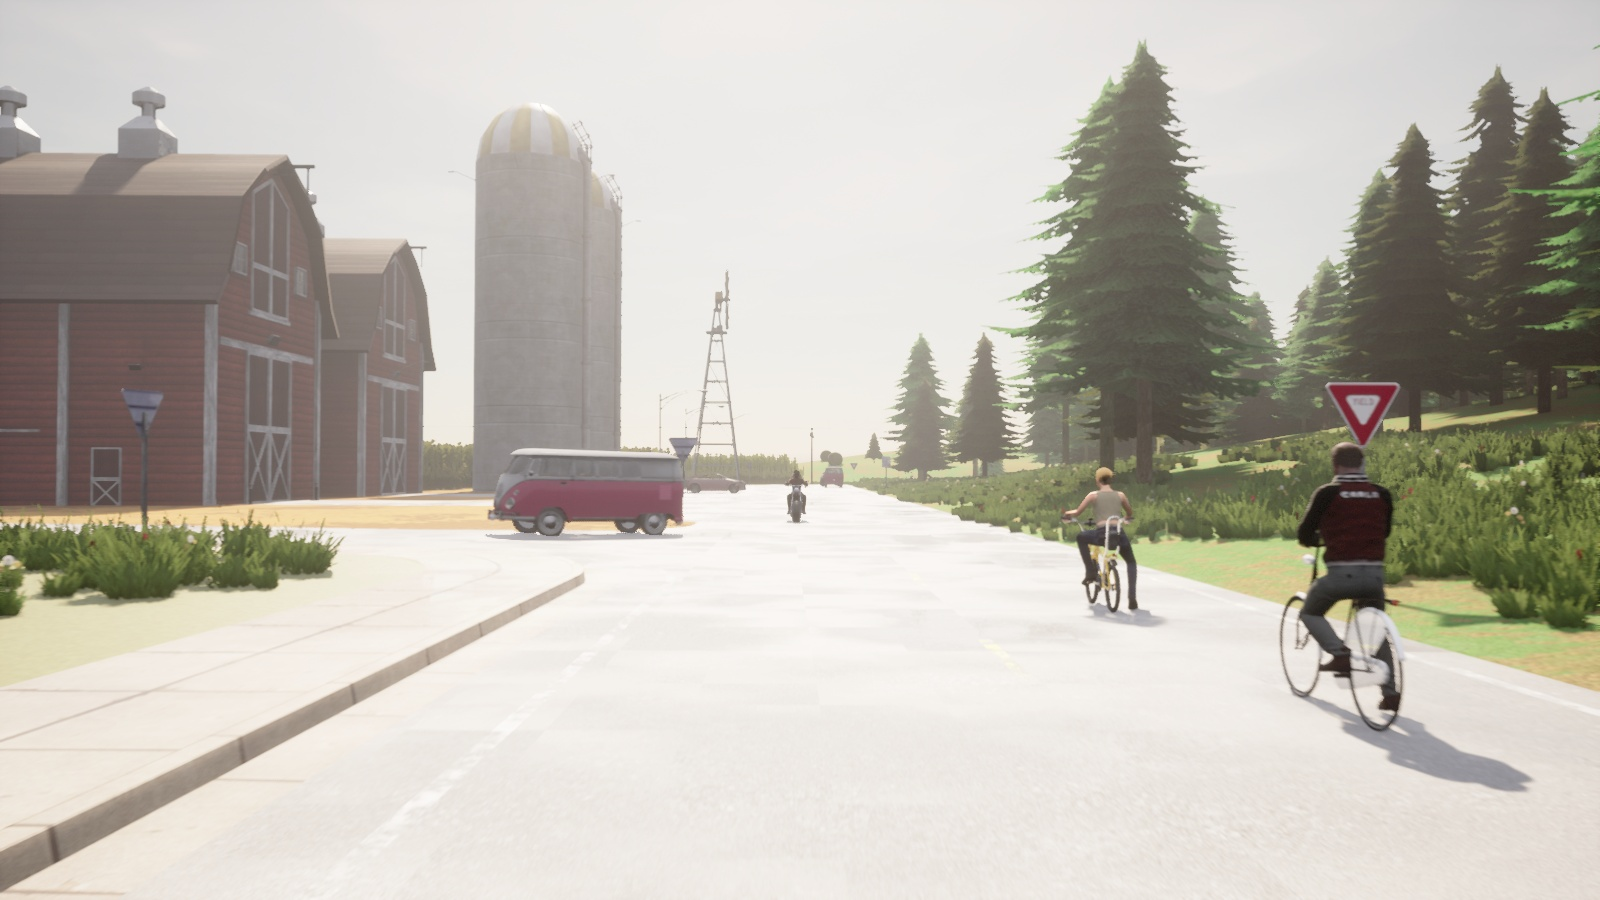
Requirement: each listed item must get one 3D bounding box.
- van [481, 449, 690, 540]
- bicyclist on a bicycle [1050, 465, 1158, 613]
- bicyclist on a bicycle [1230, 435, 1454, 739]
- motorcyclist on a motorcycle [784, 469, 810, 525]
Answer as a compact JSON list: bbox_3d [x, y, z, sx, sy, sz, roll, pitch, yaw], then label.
[{"bbox_3d":[-4.979,1.029,29.396,4.442,1.987,1.775,1,-1,-31],"label":"van"},{"bbox_3d":[3.472,0.980,14.481,0.866,1.612,1.509,0,-1,0],"label":"bicyclist on a bicycle"},{"bbox_3d":[3.479,0.809,8.255,0.659,1.776,1.843,0,-1,0],"label":"bicyclist on a bicycle"},{"bbox_3d":[-0.094,1.411,38.570,0.766,1.649,2.350,0,-1,0],"label":"motorcyclist on a motorcycle"}]
